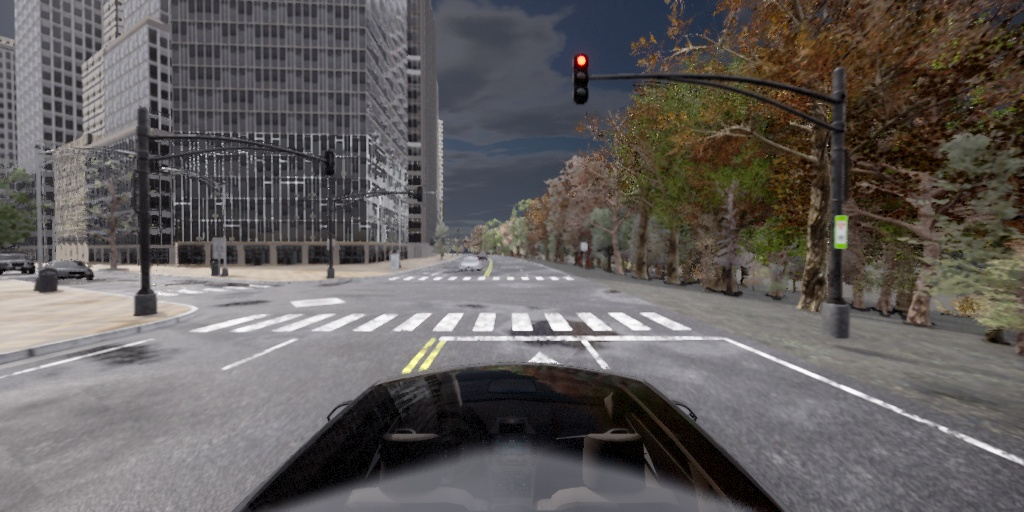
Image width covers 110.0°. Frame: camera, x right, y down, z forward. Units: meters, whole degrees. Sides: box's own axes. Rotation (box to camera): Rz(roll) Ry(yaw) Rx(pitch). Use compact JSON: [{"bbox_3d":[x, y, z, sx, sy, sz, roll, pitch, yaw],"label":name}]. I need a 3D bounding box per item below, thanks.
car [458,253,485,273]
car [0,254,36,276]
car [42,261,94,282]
[{"bbox_3d":[-3.809,0.784,33.473,1.812,1.442,4.674,0,2,-2],"label":"car"},{"bbox_3d":[-49.392,0.805,35.455,5.566,2.045,2.150,0,1,29],"label":"car"},{"bbox_3d":[-32.646,1.092,26.328,4.892,1.490,1.837,0,1,29],"label":"car"}]
